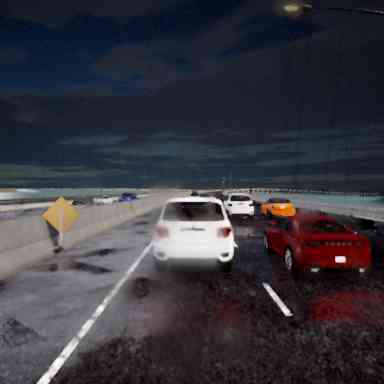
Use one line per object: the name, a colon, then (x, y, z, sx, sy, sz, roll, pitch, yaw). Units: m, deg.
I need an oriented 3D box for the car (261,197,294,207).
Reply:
car: (7.235, 1.258, 28.488, 2.097, 1.767, 4.553, 0, 0, 1)

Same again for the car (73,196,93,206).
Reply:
car: (-17.044, 1.364, 52.586, 2.033, 1.411, 5.357, 0, 0, 2)

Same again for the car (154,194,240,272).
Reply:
car: (0.077, 1.185, 10.897, 2.150, 2.045, 5.566, 0, 0, 1)

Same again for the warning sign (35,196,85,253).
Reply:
warning sign: (-4.528, 1.080, 11.508, 1.300, 1.860, 1.060, 0, 0, 0)

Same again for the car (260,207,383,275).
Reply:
car: (3.574, 1.446, 10.424, 1.882, 1.535, 5.008, 0, 0, 1)

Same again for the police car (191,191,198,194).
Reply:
police car: (0.505, 1.061, 91.458, 1.930, 1.638, 5.238, 0, 0, 2)

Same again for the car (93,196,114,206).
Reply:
car: (-13.547, 1.343, 52.499, 1.812, 1.442, 4.674, 0, 0, 1)

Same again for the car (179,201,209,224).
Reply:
car: (0.173, 1.467, 25.110, 2.033, 1.411, 5.357, 0, 0, 1)

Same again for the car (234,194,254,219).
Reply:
car: (3.723, 1.134, 27.756, 2.150, 2.045, 5.566, 0, 1, 1)

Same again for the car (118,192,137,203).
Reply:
car: (-10.053, 1.039, 52.320, 2.150, 2.045, 5.566, 0, 0, 1)
